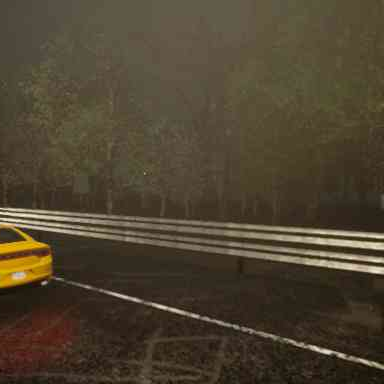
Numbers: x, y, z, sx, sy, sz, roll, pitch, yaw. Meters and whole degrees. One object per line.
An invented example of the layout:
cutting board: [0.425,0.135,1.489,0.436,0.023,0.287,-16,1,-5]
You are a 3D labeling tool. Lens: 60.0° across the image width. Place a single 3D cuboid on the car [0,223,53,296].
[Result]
car: [-5.330,1.442,7.837,5.008,1.535,1.882,0,0,36]
